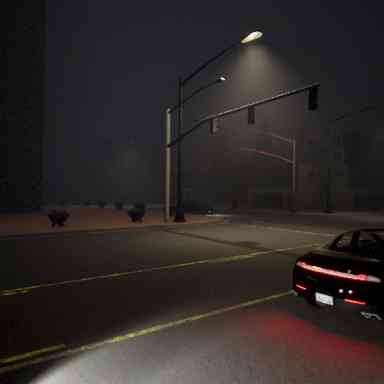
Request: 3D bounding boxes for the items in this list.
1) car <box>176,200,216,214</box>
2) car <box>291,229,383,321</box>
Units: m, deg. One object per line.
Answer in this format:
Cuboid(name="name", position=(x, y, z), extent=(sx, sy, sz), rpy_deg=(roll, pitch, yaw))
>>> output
Cuboid(name="car", position=(0.265, 1.624, 36.056), extent=(2.033, 1.411, 5.357), rpy_deg=(1, -1, -35))
Cuboid(name="car", position=(4.098, 1.503, 6.727), extent=(4.902, 1.511, 2.128), rpy_deg=(0, 0, -35))
